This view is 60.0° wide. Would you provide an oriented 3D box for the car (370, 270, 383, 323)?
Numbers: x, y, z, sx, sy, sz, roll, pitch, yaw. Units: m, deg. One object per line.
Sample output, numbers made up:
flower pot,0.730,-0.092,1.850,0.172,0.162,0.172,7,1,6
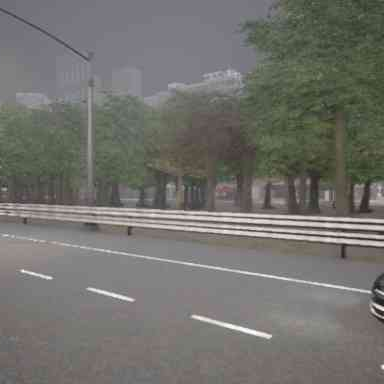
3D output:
car,5.165,1.505,4.483,4.892,1.490,1.837,0,0,36
